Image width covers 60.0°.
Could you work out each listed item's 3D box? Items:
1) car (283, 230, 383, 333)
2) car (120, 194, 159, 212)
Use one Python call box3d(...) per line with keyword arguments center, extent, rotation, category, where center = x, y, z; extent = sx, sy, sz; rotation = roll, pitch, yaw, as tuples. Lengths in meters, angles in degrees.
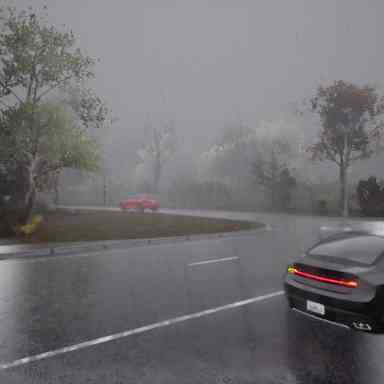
box3d(center=(3.841, 1.503, 6.458), extent=(4.892, 1.490, 1.837), rotation=(0, 0, -36), category="car")
box3d(center=(-6.233, 1.267, 39.057), extent=(5.566, 2.045, 2.150), rotation=(0, 0, 44), category="car")
